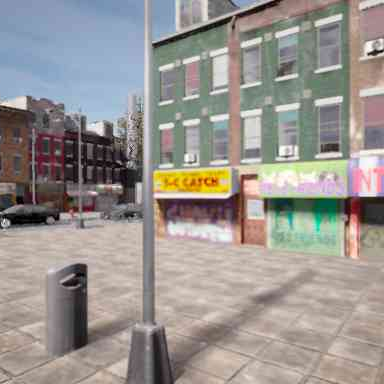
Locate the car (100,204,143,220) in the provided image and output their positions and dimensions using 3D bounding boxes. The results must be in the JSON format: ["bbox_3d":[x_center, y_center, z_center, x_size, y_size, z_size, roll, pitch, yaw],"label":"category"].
[{"bbox_3d":[-6.036,1.838,31.345,2.033,1.411,5.357,0,-1,35],"label":"car"}]

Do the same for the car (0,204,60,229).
[{"bbox_3d":[-11.752,1.619,23.243,1.882,1.535,5.008,0,-1,35],"label":"car"}]
